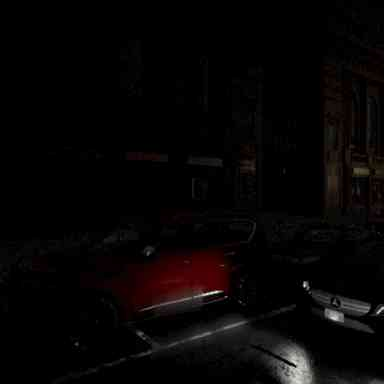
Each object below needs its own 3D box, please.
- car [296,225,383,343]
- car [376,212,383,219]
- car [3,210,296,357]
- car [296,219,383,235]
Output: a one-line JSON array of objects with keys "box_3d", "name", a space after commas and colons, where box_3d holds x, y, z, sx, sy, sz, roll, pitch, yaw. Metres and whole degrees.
[{"box_3d": [3.951, 1.526, 6.181, 4.674, 1.442, 1.812, 0, 0, -36], "name": "car"}, {"box_3d": [8.513, 1.317, 12.719, 5.009, 1.841, 2.192, 0, 0, -36], "name": "car"}, {"box_3d": [-0.607, 1.315, 6.212, 5.009, 1.841, 2.192, 0, 0, -36], "name": "car"}, {"box_3d": [3.952, 1.582, 9.466, 4.206, 1.307, 1.802, 0, 0, -36], "name": "car"}]
